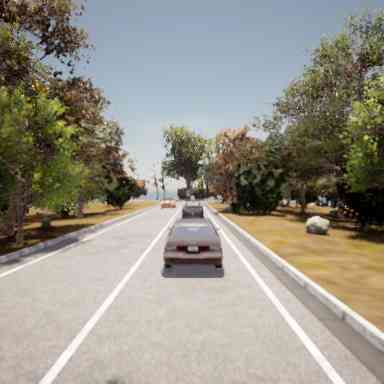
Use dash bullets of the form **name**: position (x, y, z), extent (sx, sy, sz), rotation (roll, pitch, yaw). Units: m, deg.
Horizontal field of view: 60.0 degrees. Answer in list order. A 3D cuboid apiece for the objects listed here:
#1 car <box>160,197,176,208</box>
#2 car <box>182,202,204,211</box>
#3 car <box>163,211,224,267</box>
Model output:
- **car**: position (-3.567, 1.505, 50.000), extent (2.097, 1.767, 4.553), rotation (0, 0, 0)
- **car**: position (0.082, 1.606, 30.298), extent (2.128, 1.511, 4.902), rotation (0, 0, 0)
- **car**: position (0.049, 1.611, 11.625), extent (2.033, 1.411, 5.357), rotation (0, 0, 0)
